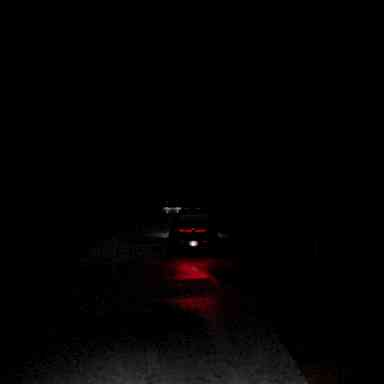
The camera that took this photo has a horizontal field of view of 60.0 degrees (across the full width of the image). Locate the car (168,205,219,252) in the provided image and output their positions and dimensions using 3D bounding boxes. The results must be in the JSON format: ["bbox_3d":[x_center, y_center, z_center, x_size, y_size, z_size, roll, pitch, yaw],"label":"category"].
[{"bbox_3d":[0.062,1.532,13.988,1.837,1.490,4.892,0,0,0],"label":"car"}]

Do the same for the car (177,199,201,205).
[{"bbox_3d":[0.034,1.547,29.004,2.128,1.511,4.902,0,0,0],"label":"car"}]

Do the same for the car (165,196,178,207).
[{"bbox_3d":[-2.967,1.457,51.949,2.097,1.767,4.553,0,0,0],"label":"car"}]
